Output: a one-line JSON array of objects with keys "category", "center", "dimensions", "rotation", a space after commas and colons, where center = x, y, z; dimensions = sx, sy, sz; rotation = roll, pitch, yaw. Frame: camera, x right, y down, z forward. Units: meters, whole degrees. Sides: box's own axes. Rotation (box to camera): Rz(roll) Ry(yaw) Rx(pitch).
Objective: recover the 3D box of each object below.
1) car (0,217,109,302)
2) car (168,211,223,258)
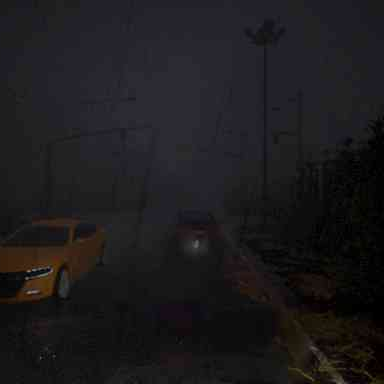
[{"category": "car", "center": [-3.536, 1.462, 8.475], "dimensions": [1.882, 1.535, 5.008], "rotation": [0, 0, 1]}, {"category": "car", "center": [0.133, 1.470, 12.725], "dimensions": [2.128, 1.511, 4.902], "rotation": [0, 0, 1]}]
